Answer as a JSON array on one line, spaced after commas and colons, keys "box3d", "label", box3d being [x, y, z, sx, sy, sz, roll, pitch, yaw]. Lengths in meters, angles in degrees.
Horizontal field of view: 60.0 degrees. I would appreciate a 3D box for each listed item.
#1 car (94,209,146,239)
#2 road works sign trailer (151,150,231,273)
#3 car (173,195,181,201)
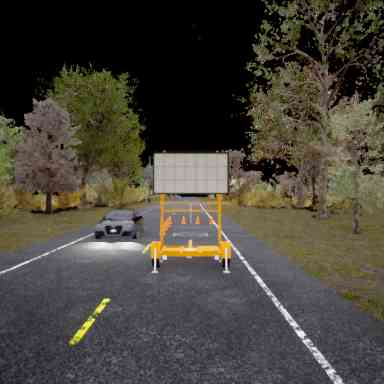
[{"box3d": [-3.571, 1.575, 17.110, 1.994, 1.385, 4.181, 0, 0, 0], "label": "car"}, {"box3d": [-0.039, 0.469, 10.664, 2.380, 3.560, 2.880, 0, 0, 0], "label": "road works sign trailer"}, {"box3d": [-3.883, 1.721, 90.649, 1.837, 1.490, 4.892, 0, 0, 0], "label": "car"}]
